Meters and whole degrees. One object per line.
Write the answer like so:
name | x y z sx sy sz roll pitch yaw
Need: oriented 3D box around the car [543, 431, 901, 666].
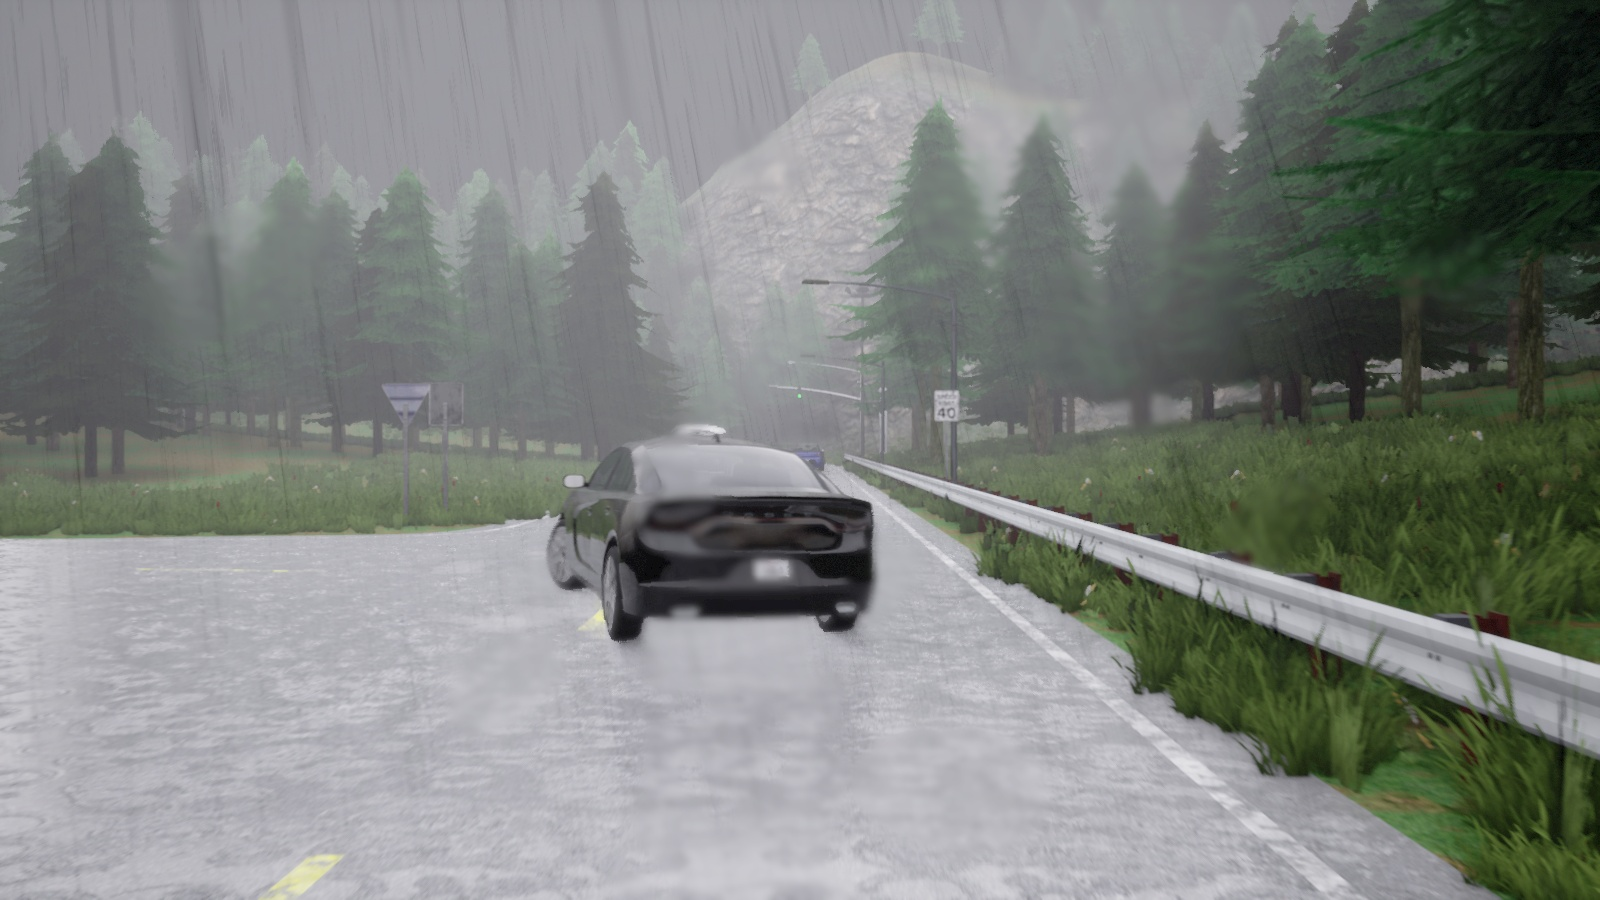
car | -0.975 0.621 10.876 1.882 1.535 5.008 1 1 -18

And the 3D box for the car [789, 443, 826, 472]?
car | 0.384 0.357 64.785 1.816 1.474 4.193 0 0 0

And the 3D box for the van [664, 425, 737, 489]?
van | -3.247 0.207 41.791 2.069 2.038 4.480 0 0 0
